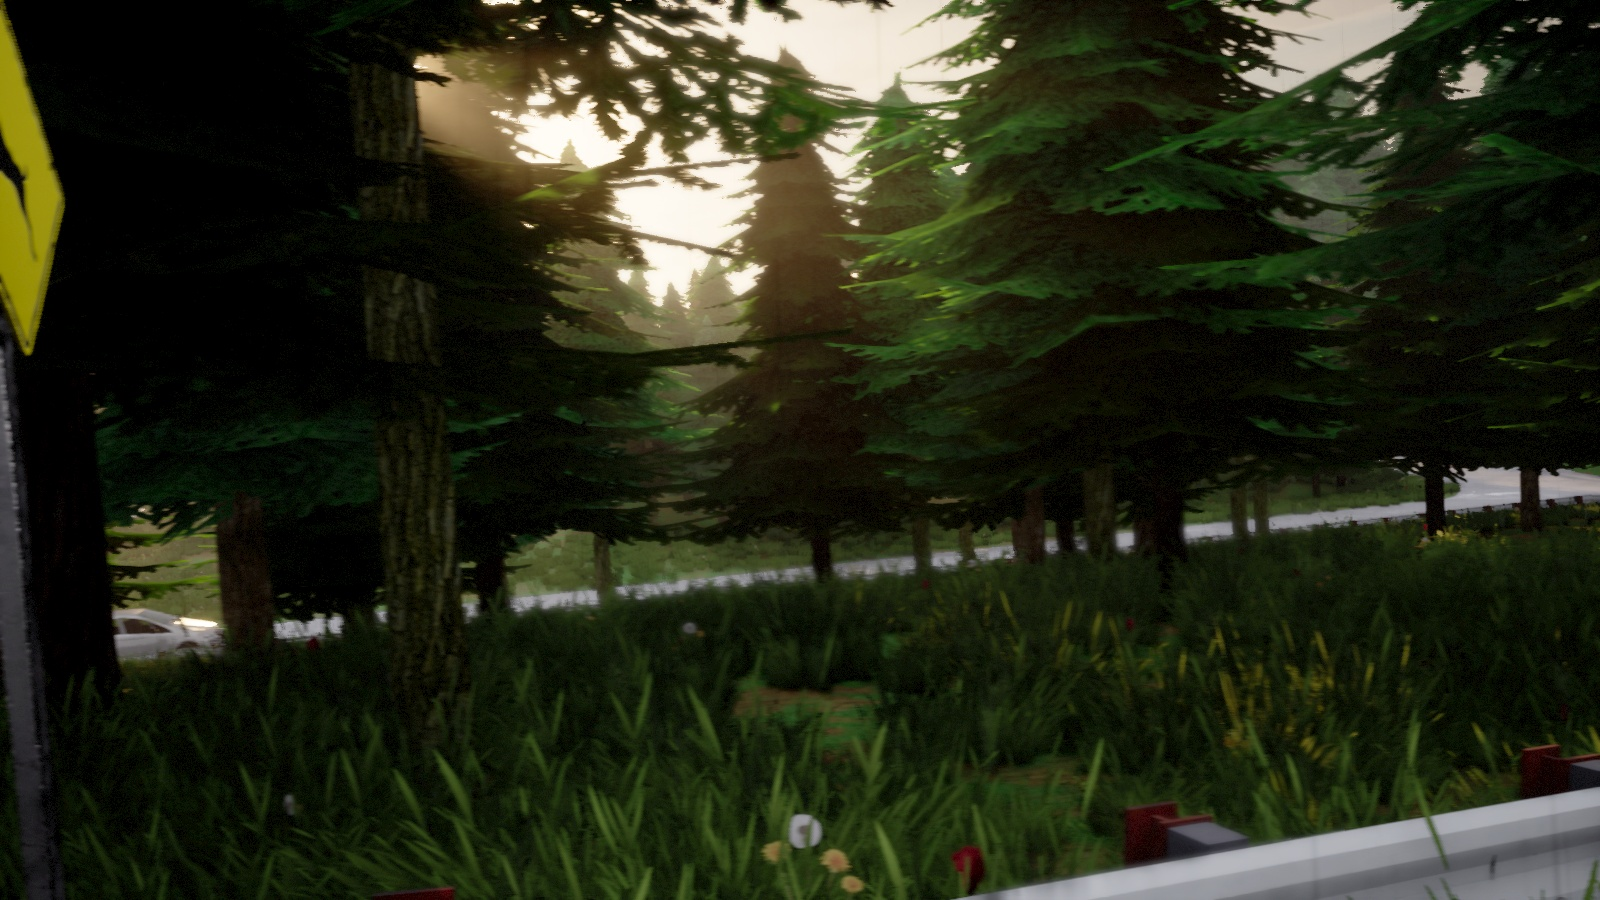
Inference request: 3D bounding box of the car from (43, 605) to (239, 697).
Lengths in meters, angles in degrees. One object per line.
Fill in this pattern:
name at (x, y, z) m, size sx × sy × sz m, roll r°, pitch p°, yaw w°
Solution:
car at (-19.217, 5.849, 36.906) m, size 4.611 × 1.667 × 2.242 m, roll -6°, pitch 3°, yaw -16°
